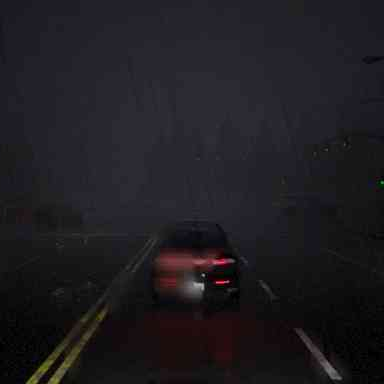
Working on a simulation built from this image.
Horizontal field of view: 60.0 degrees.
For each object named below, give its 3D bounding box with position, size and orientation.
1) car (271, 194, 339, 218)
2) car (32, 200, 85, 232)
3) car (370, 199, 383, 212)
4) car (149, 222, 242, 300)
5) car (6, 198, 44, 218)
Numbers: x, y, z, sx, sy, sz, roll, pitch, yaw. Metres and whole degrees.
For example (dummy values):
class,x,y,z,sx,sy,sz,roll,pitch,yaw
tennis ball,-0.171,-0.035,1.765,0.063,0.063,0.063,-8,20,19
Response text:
class,x,y,z,sx,sy,sz,roll,pitch,yaw
car,9.704,1.171,28.769,5.566,2.045,2.150,0,0,0
car,-8.159,1.467,20.541,1.882,1.535,5.008,2,-1,-36
car,22.331,1.159,35.993,5.566,2.045,2.150,0,0,0
car,0.071,1.490,8.393,2.128,1.511,4.902,0,0,0
car,-13.402,1.296,28.697,4.553,1.767,2.097,0,0,0
